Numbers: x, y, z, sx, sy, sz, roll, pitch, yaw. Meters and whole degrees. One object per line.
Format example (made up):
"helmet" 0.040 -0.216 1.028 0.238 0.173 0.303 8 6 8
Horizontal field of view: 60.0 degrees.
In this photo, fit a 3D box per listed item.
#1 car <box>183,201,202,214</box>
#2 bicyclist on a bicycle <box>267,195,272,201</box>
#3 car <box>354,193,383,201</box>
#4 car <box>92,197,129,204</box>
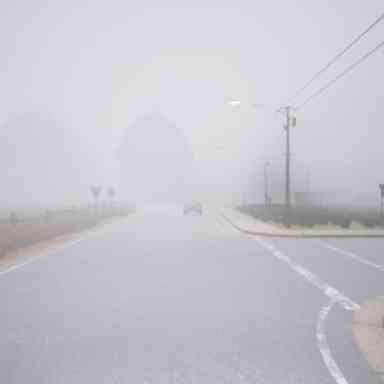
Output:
"car" 0.098 1.571 34.603 1.895 1.301 4.718 0 0 1
"bicyclist on a bicycle" 12.419 1.332 53.985 1.656 1.620 0.582 0 0 33
"car" 29.236 1.171 53.805 5.566 2.045 2.150 0 0 1
"car" -12.204 1.504 49.792 5.357 1.411 2.033 0 0 1
